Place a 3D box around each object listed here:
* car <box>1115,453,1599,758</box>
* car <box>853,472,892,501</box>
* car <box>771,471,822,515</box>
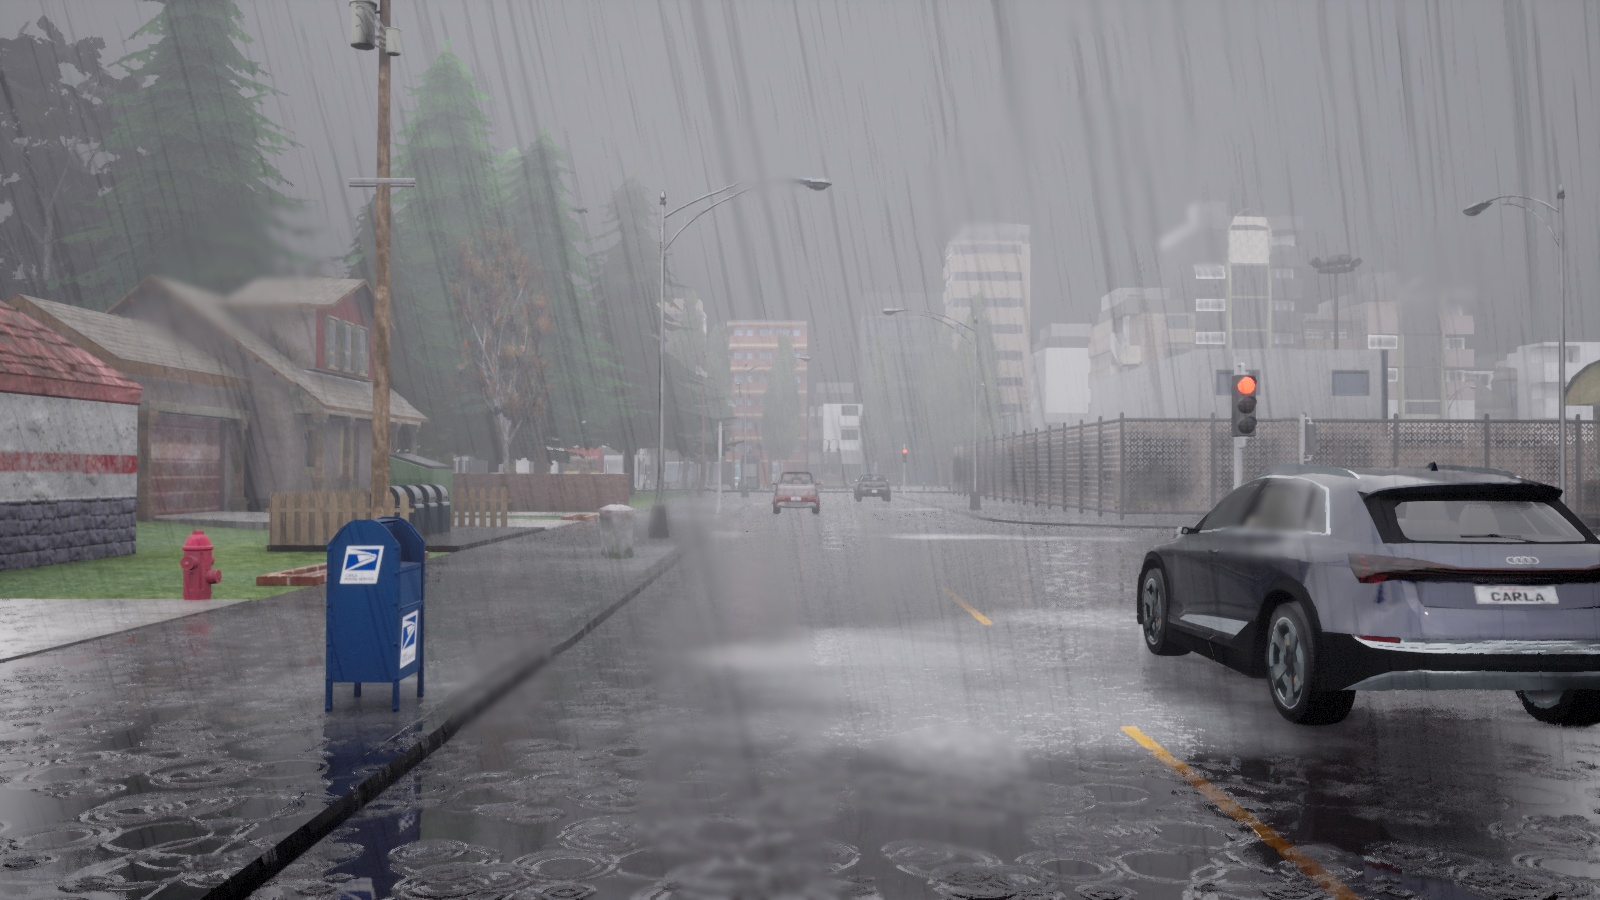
[{"bbox_3d":[3.983,0.884,9.267,2.033,1.649,4.856,0,-1,-1],"label":"car"},{"bbox_3d":[3.828,1.929,66.615,1.816,1.474,4.193,0,-1,0],"label":"car"},{"bbox_3d":[-0.120,1.568,46.236,1.789,1.549,3.705,0,-1,0],"label":"car"}]
